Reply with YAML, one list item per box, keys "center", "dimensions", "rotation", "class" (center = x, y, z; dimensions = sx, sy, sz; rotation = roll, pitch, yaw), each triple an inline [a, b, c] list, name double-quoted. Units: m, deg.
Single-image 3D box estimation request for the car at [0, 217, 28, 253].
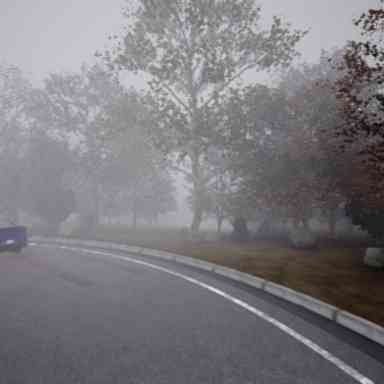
- center: [-8.682, 1.679, 13.154]
  dimensions: [5.008, 1.535, 1.882]
  rotation: [-1, -1, 30]
  class: "car"
